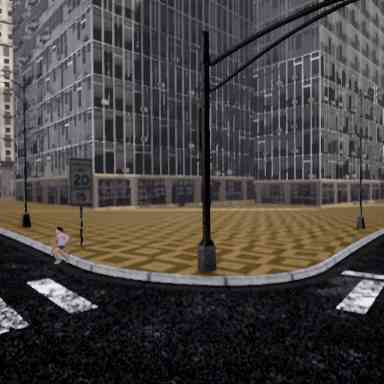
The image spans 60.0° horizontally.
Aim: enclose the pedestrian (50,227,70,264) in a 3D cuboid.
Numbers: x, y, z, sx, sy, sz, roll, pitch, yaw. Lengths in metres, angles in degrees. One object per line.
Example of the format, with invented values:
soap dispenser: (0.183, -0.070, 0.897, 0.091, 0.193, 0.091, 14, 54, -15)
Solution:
pedestrian: (-3.659, 1.464, 9.335, 0.500, 1.100, 0.500, 0, 1, -42)
